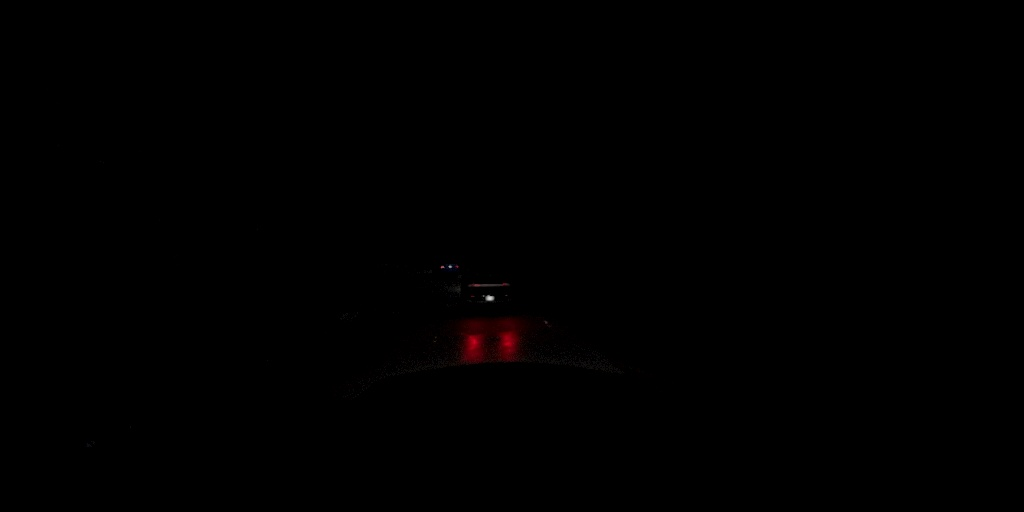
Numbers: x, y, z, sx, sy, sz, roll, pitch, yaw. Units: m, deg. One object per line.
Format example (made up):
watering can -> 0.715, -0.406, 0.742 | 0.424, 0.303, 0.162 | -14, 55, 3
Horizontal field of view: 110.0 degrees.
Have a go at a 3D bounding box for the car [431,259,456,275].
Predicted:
car -> -6.174, 0.932, 32.795 | 2.033, 1.411, 5.357 | -1, 1, -21

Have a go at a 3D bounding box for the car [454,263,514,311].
car -> -1.114, 1.169, 14.301 | 2.128, 1.511, 4.902 | -1, 1, -9
